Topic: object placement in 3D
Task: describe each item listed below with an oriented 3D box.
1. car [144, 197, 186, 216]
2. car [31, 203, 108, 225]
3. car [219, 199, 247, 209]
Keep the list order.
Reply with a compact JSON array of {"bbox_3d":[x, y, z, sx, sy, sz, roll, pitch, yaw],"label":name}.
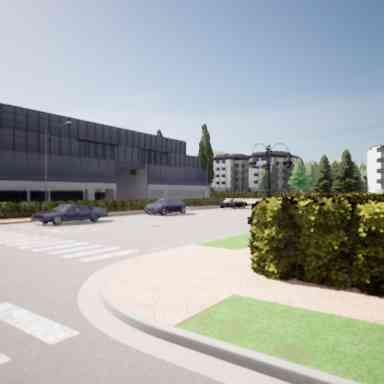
[{"bbox_3d":[-2.605,1.341,32.706,2.097,1.767,4.553,0,0,35],"label":"car"},{"bbox_3d":[-8.705,1.536,24.199,2.033,1.411,5.357,0,0,37],"label":"car"},{"bbox_3d":[5.435,1.589,44.058,1.895,1.301,4.718,0,0,35],"label":"car"}]
